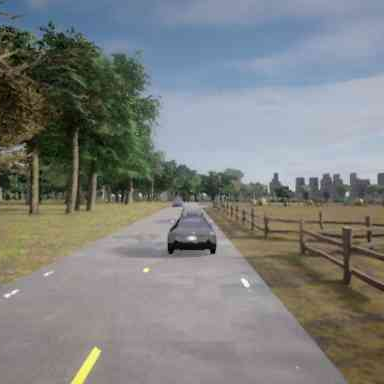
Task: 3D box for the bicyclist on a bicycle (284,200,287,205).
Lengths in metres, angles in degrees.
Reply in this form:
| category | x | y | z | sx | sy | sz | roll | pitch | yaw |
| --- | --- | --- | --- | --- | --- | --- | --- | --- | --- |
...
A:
| category | x | y | z | sx | sy | sz | roll | pitch | yaw |
| --- | --- | --- | --- | --- | --- | --- | --- | --- | --- |
| bicyclist on a bicycle | 19.892 | 2.265 | 70.949 | 0.582 | 1.620 | 1.656 | 0 | -1 | 0 |

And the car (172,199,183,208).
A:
| category | x | y | z | sx | sy | sz | roll | pitch | yaw |
| --- | --- | --- | --- | --- | --- | --- | --- | --- | --- |
| car | -2.771 | 2.129 | 64.945 | 2.097 | 1.767 | 4.553 | 0 | -1 | 0 |

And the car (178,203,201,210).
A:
| category | x | y | z | sx | sy | sz | roll | pitch | yaw |
| --- | --- | --- | --- | --- | --- | --- | --- | --- | --- |
| car | -0.006 | 1.901 | 29.147 | 1.895 | 1.301 | 4.718 | 0 | -1 | 0 |

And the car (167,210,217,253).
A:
| category | x | y | z | sx | sy | sz | roll | pitch | yaw |
| --- | --- | --- | --- | --- | --- | --- | --- | --- | --- |
| car | 0.004 | 1.707 | 14.338 | 1.994 | 1.385 | 4.181 | 0 | -1 | 0 |
